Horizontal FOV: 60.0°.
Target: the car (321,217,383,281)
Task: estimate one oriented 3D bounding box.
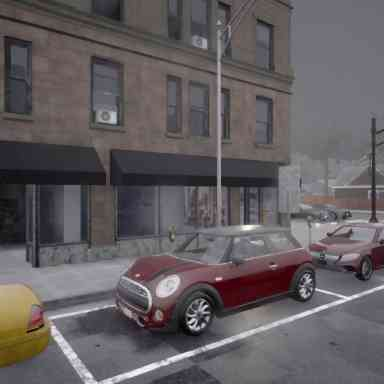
[{"bbox_3d":[5.058,1.582,9.812,4.206,1.307,1.802,0,0,-36],"label":"car"}]

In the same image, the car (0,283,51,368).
[{"bbox_3d":[-4.055,1.525,3.287,4.829,1.417,1.752,0,0,-36],"label":"car"}]

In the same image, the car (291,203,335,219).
[{"bbox_3d":[8.752,1.623,27.050,1.812,1.442,4.674,0,0,-36],"label":"car"}]

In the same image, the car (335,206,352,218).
[{"bbox_3d":[11.521,1.658,28.761,1.994,1.385,4.181,0,0,-36],"label":"car"}]

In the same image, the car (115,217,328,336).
[{"bbox_3d":[0.571,1.440,6.599,4.097,1.590,1.967,0,0,-36],"label":"car"}]
